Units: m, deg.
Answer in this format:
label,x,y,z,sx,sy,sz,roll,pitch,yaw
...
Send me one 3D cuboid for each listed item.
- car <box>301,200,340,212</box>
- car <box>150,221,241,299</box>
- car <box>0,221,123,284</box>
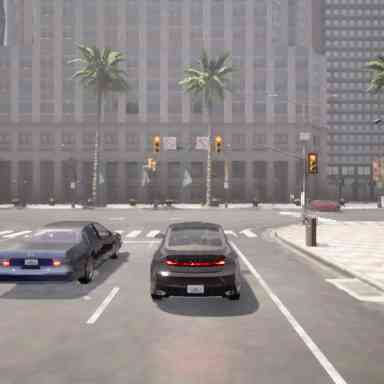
label,x,y,z,sx,sy,sz,roll,pitch,yaw
car,14.861,1.563,38.509,4.181,1.385,1.994,0,0,0
car,0.076,1.505,8.424,1.837,1.490,4.892,0,0,0
car,-3.421,1.547,9.618,2.033,1.411,5.357,0,0,0
